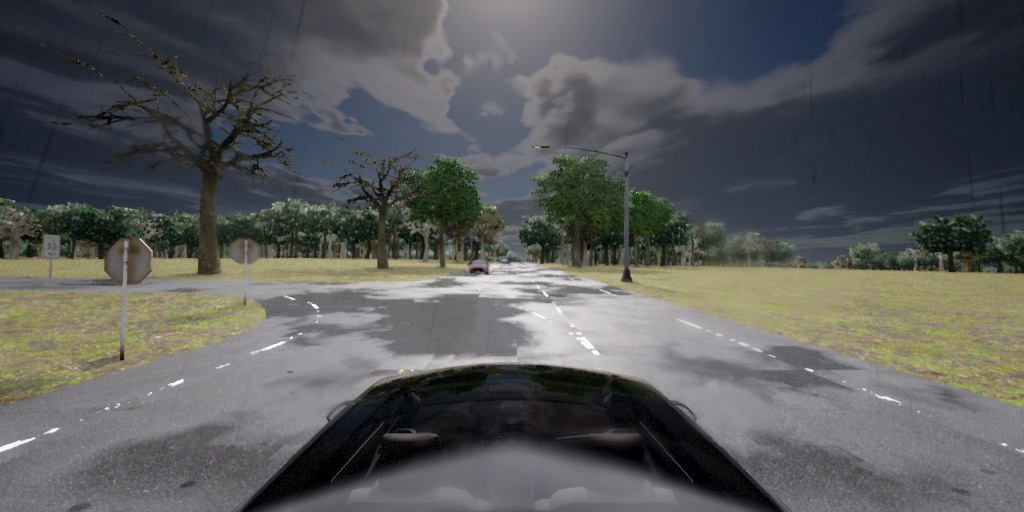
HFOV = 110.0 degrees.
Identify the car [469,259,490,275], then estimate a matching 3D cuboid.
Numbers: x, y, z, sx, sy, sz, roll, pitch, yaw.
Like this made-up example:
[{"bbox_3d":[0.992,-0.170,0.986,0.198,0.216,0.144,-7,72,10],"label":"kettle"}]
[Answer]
[{"bbox_3d":[-3.659,1.155,40.536,2.097,1.767,4.553,0,0,0],"label":"car"}]
